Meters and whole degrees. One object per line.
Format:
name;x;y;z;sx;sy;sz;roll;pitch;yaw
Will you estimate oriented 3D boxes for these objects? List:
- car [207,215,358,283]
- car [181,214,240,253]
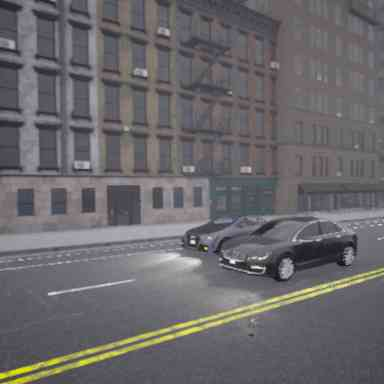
car;3.003;1.512;9.821;4.892;1.490;1.837;0;0;-36
car;1.655;1.571;12.852;4.181;1.385;1.994;0;0;-36
